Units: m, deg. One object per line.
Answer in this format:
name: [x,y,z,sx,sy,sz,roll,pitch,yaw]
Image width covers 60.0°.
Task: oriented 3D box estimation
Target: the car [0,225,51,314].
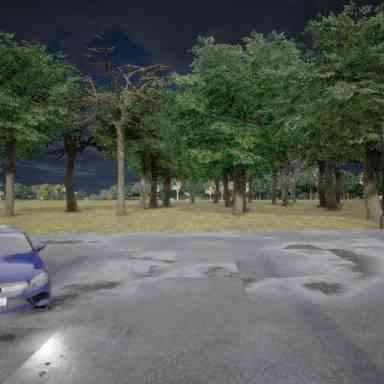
car: [-4.386,1.518,7.344,1.812,1.442,4.674,1,0,-32]
